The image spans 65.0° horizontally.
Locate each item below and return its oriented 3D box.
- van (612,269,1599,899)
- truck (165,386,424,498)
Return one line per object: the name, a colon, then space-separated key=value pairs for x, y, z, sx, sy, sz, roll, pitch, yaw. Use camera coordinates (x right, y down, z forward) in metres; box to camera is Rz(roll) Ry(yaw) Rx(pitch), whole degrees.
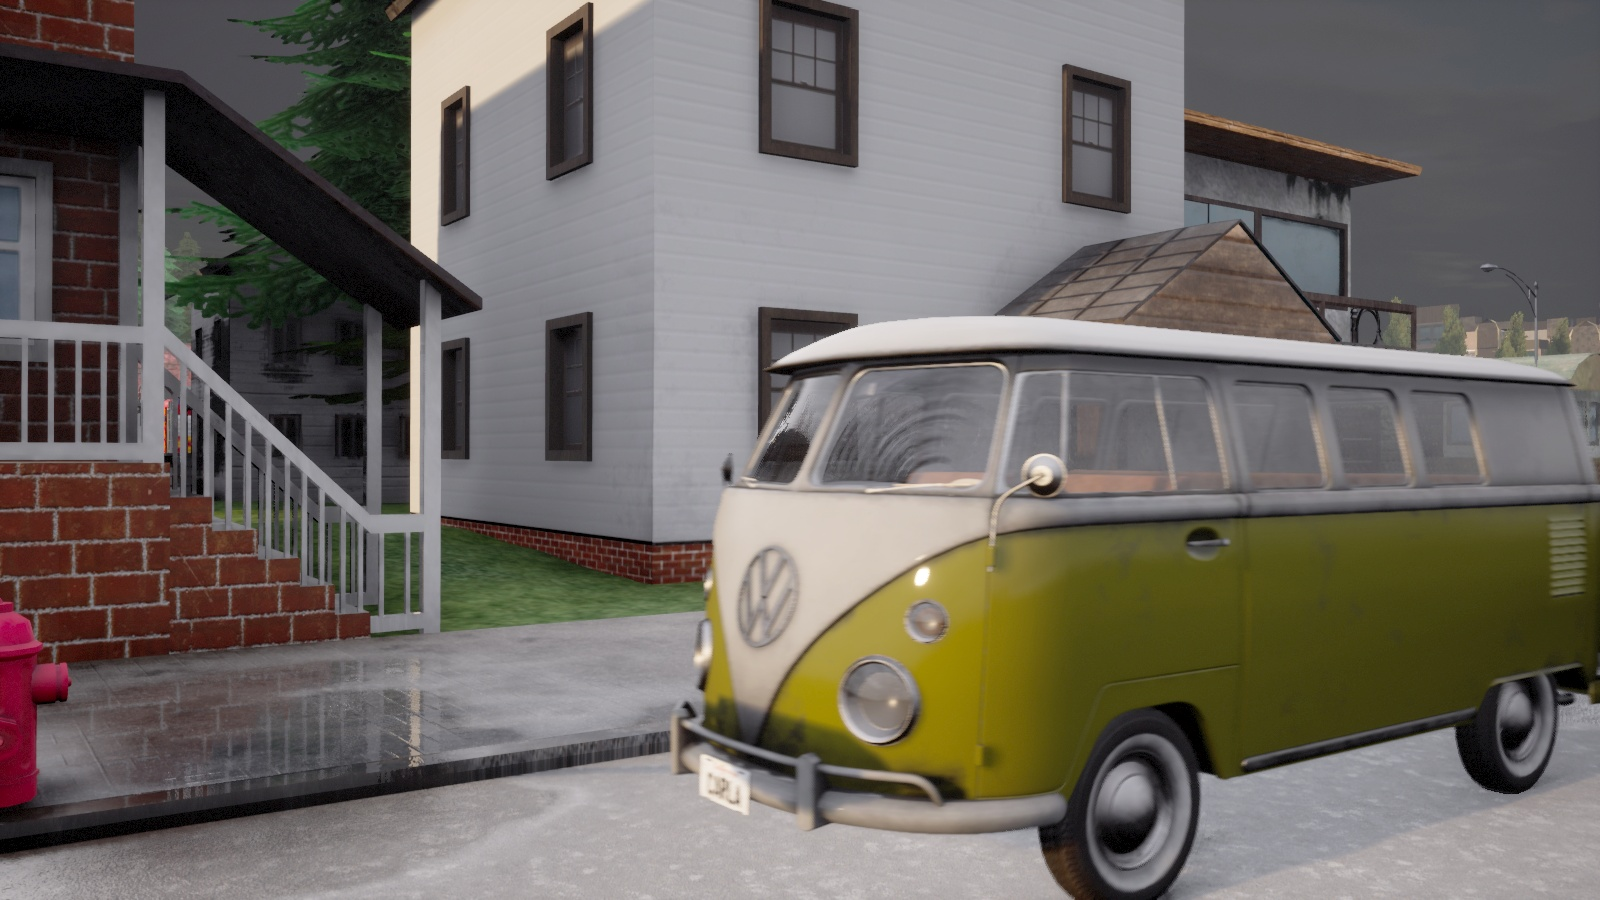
van: x=1.606 y=0.507 z=5.388 sx=4.442 sy=1.987 sz=1.775 roll=0 pitch=0 yaw=-35
truck: x=-18.604 y=-0.266 z=46.530 sx=8.468 sy=3.827 sz=2.891 roll=0 pitch=0 yaw=-35
